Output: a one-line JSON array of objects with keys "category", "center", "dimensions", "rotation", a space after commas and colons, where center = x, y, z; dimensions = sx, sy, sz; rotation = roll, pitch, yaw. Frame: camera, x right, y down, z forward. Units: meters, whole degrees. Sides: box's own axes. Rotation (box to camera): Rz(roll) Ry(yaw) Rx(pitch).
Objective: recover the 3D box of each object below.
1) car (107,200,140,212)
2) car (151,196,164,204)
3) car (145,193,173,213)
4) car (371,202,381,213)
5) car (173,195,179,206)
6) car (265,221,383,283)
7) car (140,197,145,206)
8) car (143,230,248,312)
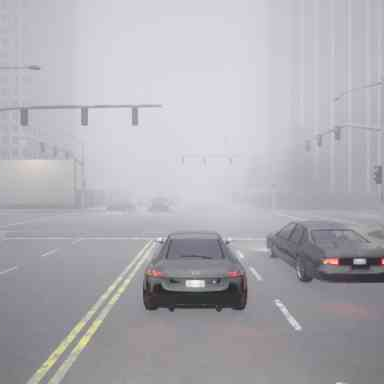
[{"category": "car", "center": [-7.976, 1.550, 37.938], "dimensions": [1.994, 1.385, 4.181], "rotation": [0, -1, 14]}, {"category": "car", "center": [-7.006, 1.550, 67.463], "dimensions": [2.033, 1.411, 5.357], "rotation": [0, 0, 0]}, {"category": "car", "center": [-3.600, 1.337, 36.971], "dimensions": [2.097, 1.767, 4.553], "rotation": [0, 0, 0]}, {"category": "car", "center": [20.439, 1.297, 33.274], "dimensions": [4.553, 1.767, 2.097], "rotation": [0, 0, 0]}, {"category": "car", "center": [-3.593, 1.491, 52.990], "dimensions": [2.128, 1.511, 4.902], "rotation": [0, 0, 0]}, {"category": "car", "center": [3.582, 1.547, 9.679], "dimensions": [2.033, 1.411, 5.357], "rotation": [0, 0, -1]}, {"category": "car", "center": [-7.096, 1.491, 50.753], "dimensions": [2.128, 1.511, 4.902], "rotation": [0, 0, 0]}, {"category": "car", "center": [0.061, 1.564, 7.796], "dimensions": [1.994, 1.385, 4.181], "rotation": [0, 0, 0]}]
